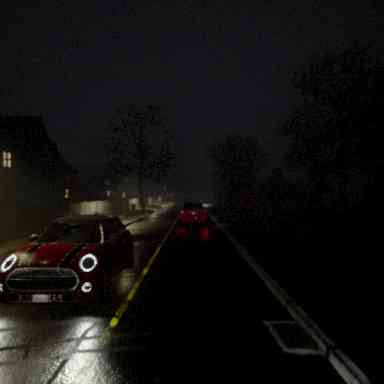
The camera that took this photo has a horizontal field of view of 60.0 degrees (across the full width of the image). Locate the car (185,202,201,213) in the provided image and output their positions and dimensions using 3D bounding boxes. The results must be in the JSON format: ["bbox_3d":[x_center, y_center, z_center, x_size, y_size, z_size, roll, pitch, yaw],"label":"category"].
[{"bbox_3d":[0.114,1.901,42.016,1.895,1.301,4.718,0,0,0],"label":"car"}]

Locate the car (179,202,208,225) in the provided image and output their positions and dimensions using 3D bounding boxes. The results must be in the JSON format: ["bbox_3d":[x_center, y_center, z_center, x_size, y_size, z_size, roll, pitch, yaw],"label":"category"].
[{"bbox_3d":[0.102,1.534,25.597,2.097,1.767,4.553,0,0,0],"label":"car"}]

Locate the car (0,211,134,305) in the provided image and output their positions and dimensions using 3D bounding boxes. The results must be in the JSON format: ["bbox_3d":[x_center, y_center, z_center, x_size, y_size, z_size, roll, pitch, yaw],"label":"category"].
[{"bbox_3d":[-2.840,1.413,8.477,2.097,1.767,4.553,0,0,0],"label":"car"}]
